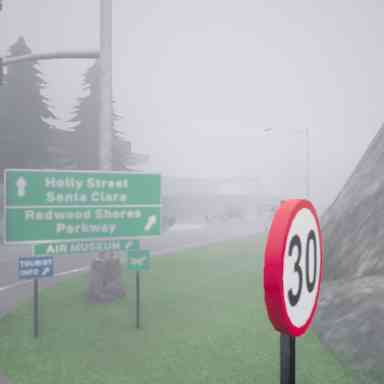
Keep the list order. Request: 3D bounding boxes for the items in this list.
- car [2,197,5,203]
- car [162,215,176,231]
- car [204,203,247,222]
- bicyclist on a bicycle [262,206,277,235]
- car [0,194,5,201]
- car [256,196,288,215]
[{"bbox_3d":[-12.266,1.520,26.086,1.905,1.878,3.866,0,0,35],"label":"car"},{"bbox_3d":[-3.145,1.801,20.044,1.895,1.301,4.718,0,0,36],"label":"car"},{"bbox_3d":[2.901,1.692,28.298,2.128,1.511,4.902,0,0,36],"label":"car"},{"bbox_3d":[4.672,1.647,18.706,1.656,1.620,0.582,0,0,36],"label":"bicyclist on a bicycle"},{"bbox_3d":[-38.316,1.534,70.119,4.514,1.523,2.007,0,0,35],"label":"car"},{"bbox_3d":[9.026,1.421,36.640,2.150,2.045,5.566,0,0,36],"label":"car"}]
